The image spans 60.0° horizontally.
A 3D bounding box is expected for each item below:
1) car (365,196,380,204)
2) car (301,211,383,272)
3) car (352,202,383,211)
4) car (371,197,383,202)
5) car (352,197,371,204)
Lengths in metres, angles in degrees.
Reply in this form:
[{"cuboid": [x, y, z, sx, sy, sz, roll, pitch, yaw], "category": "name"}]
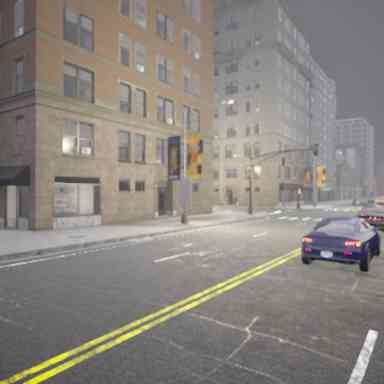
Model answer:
[{"cuboid": [36.765, 1.650, 67.747, 2.033, 1.411, 5.357, 0, 0, 35], "category": "car"}, {"cuboid": [5.000, 1.541, 10.962, 1.812, 1.442, 4.674, 0, 0, 35], "category": "car"}, {"cuboid": [10.252, 1.533, 18.451, 1.837, 1.490, 4.892, 0, 0, 35], "category": "car"}, {"cuboid": [30.449, 1.567, 53.191, 1.882, 1.535, 5.008, 0, 0, 36], "category": "car"}, {"cuboid": [27.931, 1.583, 55.256, 2.128, 1.511, 4.902, 0, 0, 35], "category": "car"}]
